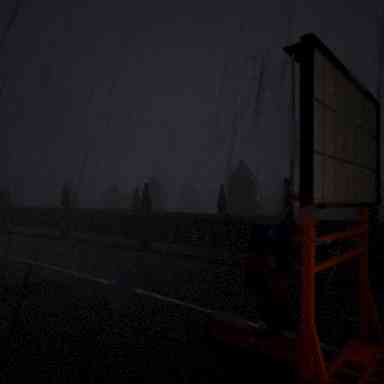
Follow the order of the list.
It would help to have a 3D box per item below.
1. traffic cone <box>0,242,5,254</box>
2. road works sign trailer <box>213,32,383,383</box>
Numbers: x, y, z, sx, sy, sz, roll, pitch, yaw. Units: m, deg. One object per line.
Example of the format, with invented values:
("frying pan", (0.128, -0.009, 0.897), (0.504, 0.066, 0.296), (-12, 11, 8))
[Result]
("traffic cone", (-7.563, 2.125, 13.026), (0.340, 0.580, 0.340), (0, -1, 40))
("road works sign trailer", (1.417, 0.551, 3.518), (2.880, 3.560, 2.380), (0, -1, 40))
